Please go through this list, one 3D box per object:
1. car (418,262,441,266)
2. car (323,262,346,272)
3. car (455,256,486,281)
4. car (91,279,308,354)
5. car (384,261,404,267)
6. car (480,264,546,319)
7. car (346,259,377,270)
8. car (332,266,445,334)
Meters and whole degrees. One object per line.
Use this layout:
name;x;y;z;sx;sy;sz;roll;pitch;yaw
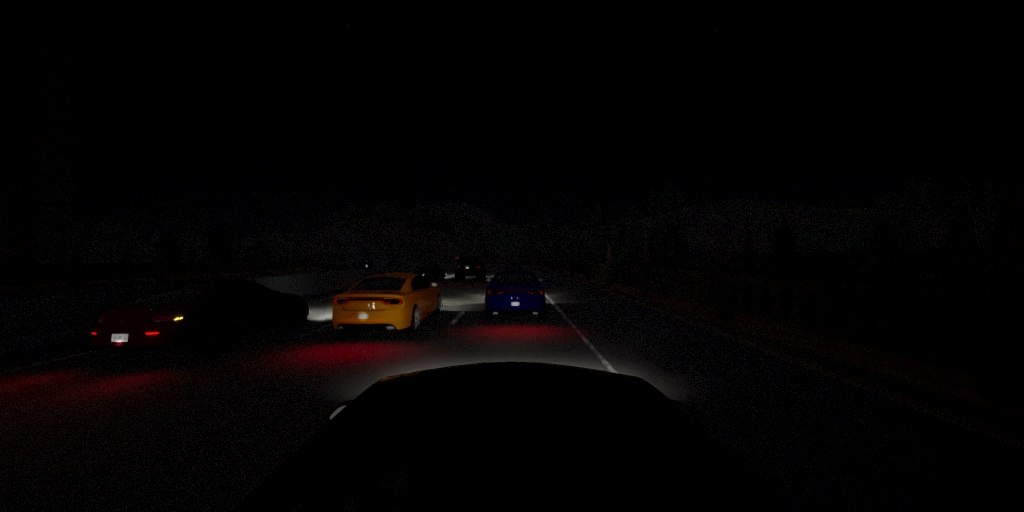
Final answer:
car;-6.913;1.268;30.424;2.128;1.511;4.902;0;0;0
car;-21.736;1.381;44.588;1.994;1.385;4.181;0;0;-7
car;-3.412;0.997;30.053;2.150;2.045;5.566;0;0;0
car;-6.902;1.275;8.613;1.812;1.442;4.674;0;0;0
car;-14.748;1.321;45.007;1.837;1.490;4.892;0;-1;-6
car;0.096;1.230;12.804;1.882;1.535;5.008;0;0;0
car;-18.177;1.164;44.127;2.097;1.767;4.553;0;0;-6
car;-3.404;1.228;10.682;1.882;1.535;5.008;0;0;0
